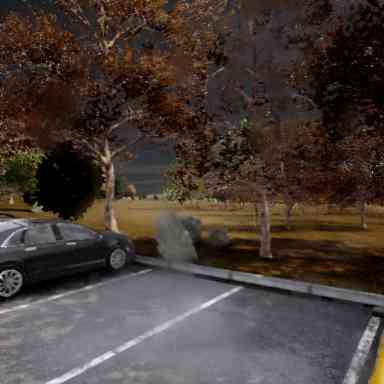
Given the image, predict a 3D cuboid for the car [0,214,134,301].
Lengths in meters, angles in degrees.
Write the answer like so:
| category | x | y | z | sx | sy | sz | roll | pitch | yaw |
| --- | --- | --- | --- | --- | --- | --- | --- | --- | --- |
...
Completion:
| category | x | y | z | sx | sy | sz | roll | pitch | yaw |
| --- | --- | --- | --- | --- | --- | --- | --- | --- | --- |
| car | -3.588 | 1.397 | 8.316 | 2.231 | 1.521 | 4.892 | 1 | 1 | 36 |
